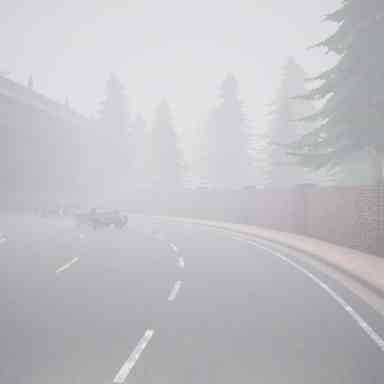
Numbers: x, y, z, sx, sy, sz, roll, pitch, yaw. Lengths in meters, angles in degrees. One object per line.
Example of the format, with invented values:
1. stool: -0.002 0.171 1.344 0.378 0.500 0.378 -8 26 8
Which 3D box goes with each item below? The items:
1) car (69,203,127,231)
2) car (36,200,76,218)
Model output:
1. car: -5.838 1.600 20.720 1.895 1.301 4.718 0 0 -35
2. car: -11.929 1.505 29.889 4.892 1.490 1.837 0 0 30
